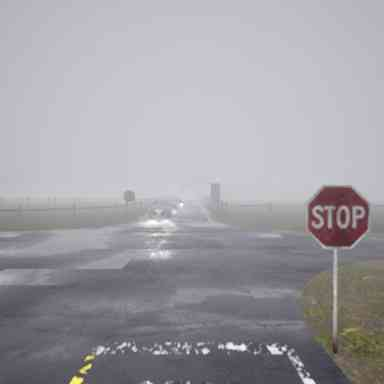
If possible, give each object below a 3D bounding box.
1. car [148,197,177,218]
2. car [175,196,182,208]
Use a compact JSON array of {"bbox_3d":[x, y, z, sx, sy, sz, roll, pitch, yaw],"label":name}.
[{"bbox_3d":[-2.772,1.463,29.771,2.128,1.511,4.902,0,0,-1],"label":"car"},{"bbox_3d":[-2.775,1.489,42.790,2.033,1.411,5.357,0,0,0],"label":"car"}]
